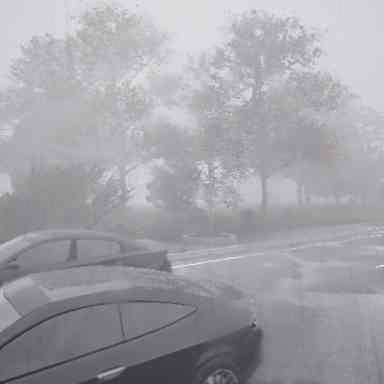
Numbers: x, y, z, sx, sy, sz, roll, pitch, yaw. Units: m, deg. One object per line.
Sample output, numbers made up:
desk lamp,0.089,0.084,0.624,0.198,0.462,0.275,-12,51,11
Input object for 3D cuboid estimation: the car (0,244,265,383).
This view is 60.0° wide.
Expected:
car,-1.329,1.526,3.044,4.674,1.442,1.812,0,0,-35

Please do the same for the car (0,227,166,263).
car,-2.758,1.478,6.325,5.008,1.535,1.882,0,0,-35
